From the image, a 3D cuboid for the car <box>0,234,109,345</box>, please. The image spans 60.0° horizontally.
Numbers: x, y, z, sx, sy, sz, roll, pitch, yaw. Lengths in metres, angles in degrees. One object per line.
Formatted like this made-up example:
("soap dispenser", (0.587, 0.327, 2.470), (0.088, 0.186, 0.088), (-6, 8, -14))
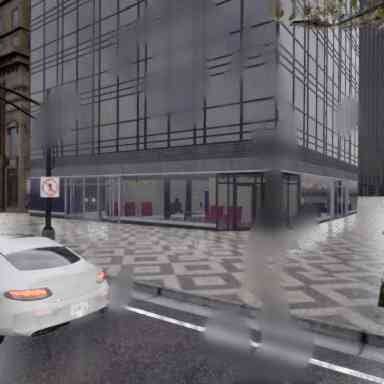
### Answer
("car", (-3.522, 1.524, 6.190), (4.674, 1.442, 1.812), (0, 0, 35))
